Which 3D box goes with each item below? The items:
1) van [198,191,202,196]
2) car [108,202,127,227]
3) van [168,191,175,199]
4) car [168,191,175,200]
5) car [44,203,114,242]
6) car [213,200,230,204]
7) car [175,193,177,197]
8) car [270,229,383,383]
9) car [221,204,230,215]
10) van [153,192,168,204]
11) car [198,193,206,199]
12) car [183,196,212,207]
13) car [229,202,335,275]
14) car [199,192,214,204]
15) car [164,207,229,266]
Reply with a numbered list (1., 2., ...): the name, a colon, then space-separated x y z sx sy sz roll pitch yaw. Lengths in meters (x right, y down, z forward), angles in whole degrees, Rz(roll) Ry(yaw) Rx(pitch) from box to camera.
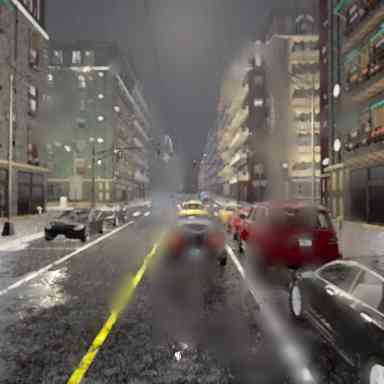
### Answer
1. van: 2.578 0.864 64.871 1.690 1.788 3.998 1 0 0
2. car: -5.297 1.370 21.322 2.008 1.369 4.403 2 0 0
3. van: -5.306 0.750 87.101 1.690 1.788 3.998 2 0 0
4. car: -5.307 1.042 70.496 2.008 1.369 4.403 2 0 0
5. car: -5.296 1.430 15.657 1.947 1.339 4.313 2 0 0
6. car: 2.584 1.343 21.487 1.752 1.417 4.829 2 0 0
7. car: -5.310 1.000 81.569 1.947 1.339 4.313 2 0 0
8. car: 2.587 1.512 4.324 2.008 1.369 4.403 2 0 0
9. car: 2.583 1.446 15.653 1.802 1.307 4.206 2 0 0
10. van: -5.297 0.931 53.892 1.690 1.788 3.998 2 0 0
11. car: 2.568 0.975 87.016 1.947 1.339 4.313 1 0 0
12. car: 0.097 1.273 21.521 1.801 1.575 5.366 0 0 0
13. car: 2.592 1.227 9.986 2.192 1.841 5.009 2 0 0
14. car: 2.576 1.135 53.800 1.887 1.381 4.507 1 0 0
15. car: 0.099 1.428 11.059 1.812 1.442 4.674 0 0 0
